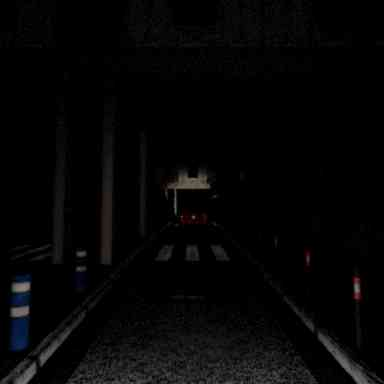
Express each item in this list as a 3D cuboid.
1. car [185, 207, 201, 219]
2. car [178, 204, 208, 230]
[{"bbox_3d":[0.105,2.648,42.859,1.882,1.535,5.008,0,-3,0],"label":"car"},{"bbox_3d":[0.103,1.814,24.882,2.097,1.767,4.553,0,-2,0],"label":"car"}]
